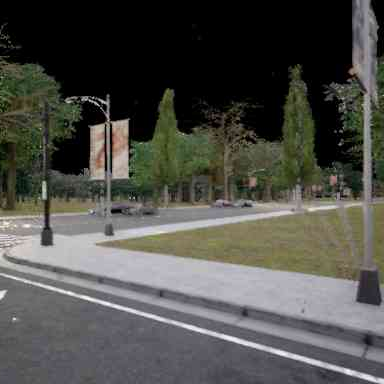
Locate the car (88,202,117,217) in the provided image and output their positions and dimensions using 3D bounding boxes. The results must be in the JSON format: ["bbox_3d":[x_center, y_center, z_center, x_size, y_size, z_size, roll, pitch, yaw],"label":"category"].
[{"bbox_3d":[-8.773,1.815,35.596,2.128,1.511,4.902,0,-1,35],"label":"car"}]

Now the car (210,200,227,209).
[{"bbox_3d":[4.783,2.003,54.822,1.812,1.442,4.674,0,-1,36],"label":"car"}]

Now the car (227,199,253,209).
[{"bbox_3d":[8.227,1.964,54.045,2.128,1.511,4.902,0,-1,35],"label":"car"}]

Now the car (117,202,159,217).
[{"bbox_3d":[-5.360,1.875,34.799,1.994,1.385,4.181,0,-1,35],"label":"car"}]
